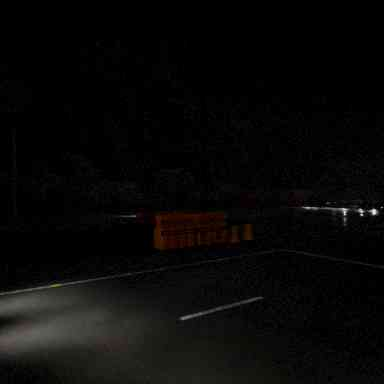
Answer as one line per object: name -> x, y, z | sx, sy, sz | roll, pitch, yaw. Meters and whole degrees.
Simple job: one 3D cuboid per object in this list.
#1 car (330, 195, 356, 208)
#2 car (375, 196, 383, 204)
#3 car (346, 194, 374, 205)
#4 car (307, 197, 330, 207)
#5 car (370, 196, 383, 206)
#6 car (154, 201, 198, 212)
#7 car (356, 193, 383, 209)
car -> 21.059, 1.360, 44.846 | 4.674, 1.442, 1.812 | 0, 0, -36
car -> 34.295, 1.352, 58.523 | 4.718, 1.301, 1.895 | 0, 0, -35
car -> 26.944, 1.143, 53.341 | 4.553, 1.767, 2.097 | 0, 0, -35
car -> 18.745, 1.383, 47.504 | 5.357, 1.411, 2.033 | 0, 0, -36
car -> 29.708, 1.335, 51.018 | 5.357, 1.411, 2.033 | 0, 0, -35
car -> -1.530, 1.513, 31.240 | 4.181, 1.385, 1.994 | 0, 0, -8
car -> 23.290, 1.185, 42.146 | 4.553, 1.767, 2.097 | 0, 0, -35
